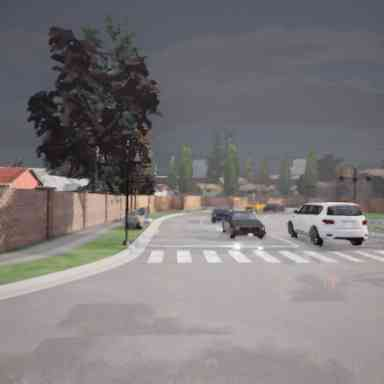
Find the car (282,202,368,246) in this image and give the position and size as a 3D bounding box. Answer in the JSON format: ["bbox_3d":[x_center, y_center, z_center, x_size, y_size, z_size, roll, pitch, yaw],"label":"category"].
[{"bbox_3d":[6.719,1.537,17.113,2.150,2.045,5.566,1,-1,-2],"label":"car"}]

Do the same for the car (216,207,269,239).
[{"bbox_3d":[2.951,1.880,19.936,2.033,1.411,5.357,1,-1,-2],"label":"car"}]

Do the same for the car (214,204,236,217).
[{"bbox_3d":[4.030,2.247,40.514,1.994,1.385,4.181,0,-1,15],"label":"car"}]

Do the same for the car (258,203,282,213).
[{"bbox_3d":[12.983,2.481,52.488,2.033,1.411,5.357,-1,-1,38],"label":"car"}]

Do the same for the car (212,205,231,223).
[{"bbox_3d":[2.766,2.102,30.249,1.895,1.301,4.718,0,-1,2],"label":"car"}]

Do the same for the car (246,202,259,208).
[{"bbox_3d":[10.590,2.452,55.157,1.882,1.535,5.008,-1,-2,36],"label":"car"}]
